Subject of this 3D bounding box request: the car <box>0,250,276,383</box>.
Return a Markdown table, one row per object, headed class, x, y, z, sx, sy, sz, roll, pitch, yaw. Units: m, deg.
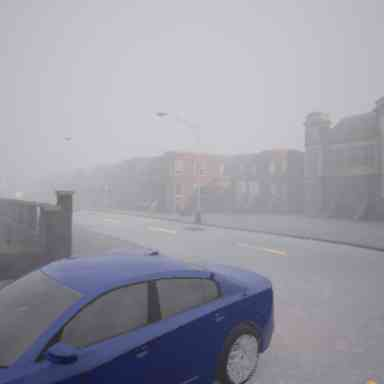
| class | x | y | z | sx | sy | sz | roll | pitch | yaw |
| --- | --- | --- | --- | --- | --- | --- | --- | --- | --- |
| car | -1.086 | 1.488 | 3.567 | 5.008 | 1.535 | 1.882 | 1 | 1 | -43 |
